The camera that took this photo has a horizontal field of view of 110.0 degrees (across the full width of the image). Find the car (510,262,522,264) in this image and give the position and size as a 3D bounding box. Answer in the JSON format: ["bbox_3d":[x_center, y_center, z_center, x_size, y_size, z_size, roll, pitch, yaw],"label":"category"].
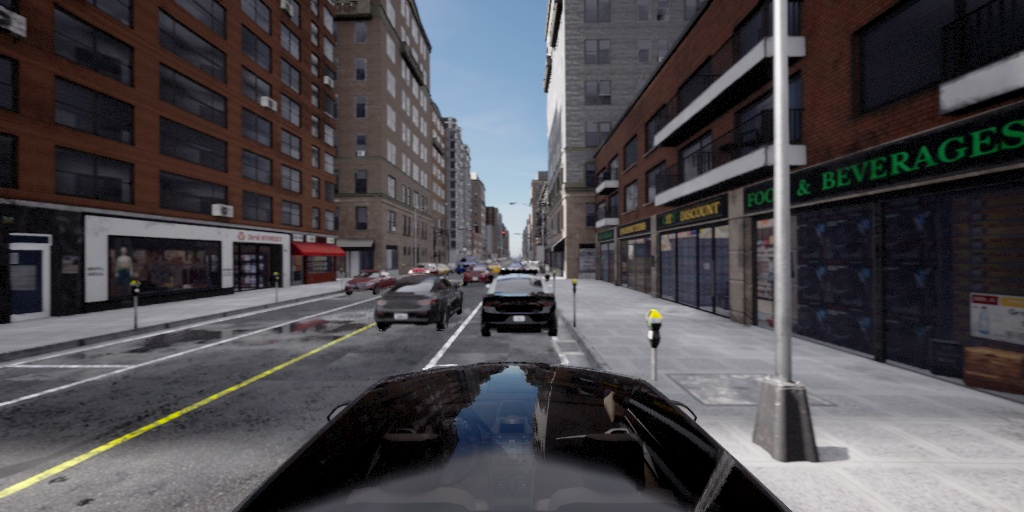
[{"bbox_3d":[0.194,1.360,25.871,2.007,1.370,4.403,0,0,1],"label":"car"}]

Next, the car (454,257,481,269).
[{"bbox_3d":[-4.907,1.106,41.166,2.150,2.045,5.566,0,0,2],"label":"car"}]

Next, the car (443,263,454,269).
[{"bbox_3d":[-7.584,1.415,36.908,1.751,1.417,4.829,0,0,1],"label":"car"}]

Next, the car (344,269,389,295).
[{"bbox_3d":[-7.953,1.433,20.527,1.802,1.307,4.207,0,0,1],"label":"car"}]

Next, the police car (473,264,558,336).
[{"bbox_3d":[0.216,1.195,10.565,1.930,1.638,5.238,0,0,1],"label":"police car"}]

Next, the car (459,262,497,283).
[{"bbox_3d":[-2.353,1.353,25.722,1.812,1.442,4.674,0,-1,1],"label":"car"}]

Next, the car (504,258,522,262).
[{"bbox_3d":[0.443,1.275,36.906,1.967,1.591,4.097,0,0,1],"label":"car"}]

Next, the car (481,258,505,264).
[{"bbox_3d":[-2.107,1.319,41.125,1.801,1.575,5.366,0,0,1],"label":"car"}]

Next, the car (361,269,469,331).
[{"bbox_3d":[-2.679,1.317,11.103,1.812,1.442,4.674,0,0,1],"label":"car"}]

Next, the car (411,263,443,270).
[{"bbox_3d":[-7.705,1.316,31.561,1.967,1.591,4.097,0,0,1],"label":"car"}]
